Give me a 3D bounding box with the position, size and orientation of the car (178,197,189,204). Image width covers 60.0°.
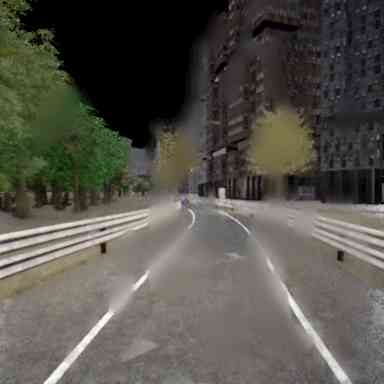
[{"bbox_3d":[-1.884,1.700,66.534,1.812,1.442,4.674,0,0,-14],"label":"car"}]
